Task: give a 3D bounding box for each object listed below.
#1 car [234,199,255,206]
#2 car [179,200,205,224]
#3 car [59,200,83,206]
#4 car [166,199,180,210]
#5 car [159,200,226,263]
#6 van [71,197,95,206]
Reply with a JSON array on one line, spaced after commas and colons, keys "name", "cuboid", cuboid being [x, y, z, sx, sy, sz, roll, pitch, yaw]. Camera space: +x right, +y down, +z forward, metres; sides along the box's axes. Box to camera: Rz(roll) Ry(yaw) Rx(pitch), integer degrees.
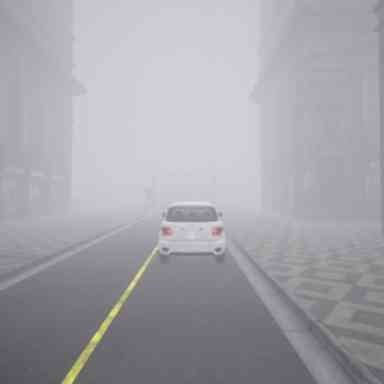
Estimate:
[{"name": "car", "cuboid": [11.638, 2.228, 72.331, 4.829, 1.417, 1.752, 0, -1, 0]}, {"name": "car", "cuboid": [0.025, 1.624, 28.451, 2.097, 1.767, 4.553, 0, -1, 0]}, {"name": "car", "cuboid": [-26.285, 2.372, 72.204, 4.507, 1.381, 1.887, 0, -1, 0]}, {"name": "car", "cuboid": [-3.022, 1.969, 52.828, 1.882, 1.535, 5.008, 0, -1, 1]}, {"name": "car", "cuboid": [0.014, 1.351, 12.605, 2.150, 2.045, 5.566, 0, 0, 0]}, {"name": "van", "cuboid": [-20.749, 1.923, 63.676, 3.998, 1.788, 1.690, 0, -1, 0]}]
